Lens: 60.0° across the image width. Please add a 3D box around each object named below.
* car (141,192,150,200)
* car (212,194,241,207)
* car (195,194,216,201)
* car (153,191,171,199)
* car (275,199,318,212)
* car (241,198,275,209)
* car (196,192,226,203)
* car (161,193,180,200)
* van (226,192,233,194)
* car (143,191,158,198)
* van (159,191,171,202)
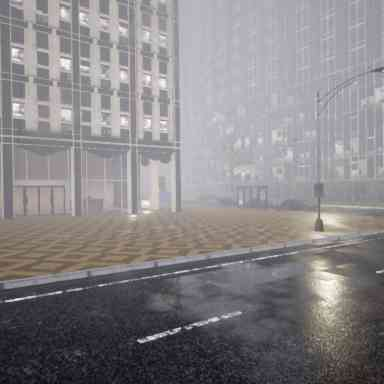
[{"bbox_3d":[-10.808,1.044,68.713,2.008,1.369,4.403,0,1,-34],"label":"car"},{"bbox_3d":[5.229,1.324,45.254,1.947,1.339,4.313,0,1,-34],"label":"car"},{"bbox_3d":[2.535,1.049,64.082,1.802,1.307,4.206,0,1,-34],"label":"car"},{"bbox_3d":[-7.114,0.621,78.137,2.192,1.841,5.009,0,1,-34],"label":"car"},{"bbox_3d":[11.599,1.429,35.838,1.947,1.339,4.313,0,1,-34],"label":"car"},{"bbox_3d":[8.397,1.393,40.536,1.802,1.307,4.206,0,1,-34],"label":"car"},{"bbox_3d":[3.102,1.045,58.664,2.128,1.511,4.902,-1,1,-34],"label":"car"},{"bbox_3d":[-4.579,0.931,69.853,1.837,1.490,4.892,-1,1,-34],"label":"car"},{"bbox_3d":[5.750,0.861,59.393,1.690,1.788,3.998,0,1,-34],"label":"van"},{"bbox_3d":[-10.331,0.692,82.824,1.967,1.590,4.097,0,1,-34],"label":"car"},{"bbox_3d":[-4.375,0.942,59.338,1.690,1.788,3.998,0,1,-34],"label":"van"}]
